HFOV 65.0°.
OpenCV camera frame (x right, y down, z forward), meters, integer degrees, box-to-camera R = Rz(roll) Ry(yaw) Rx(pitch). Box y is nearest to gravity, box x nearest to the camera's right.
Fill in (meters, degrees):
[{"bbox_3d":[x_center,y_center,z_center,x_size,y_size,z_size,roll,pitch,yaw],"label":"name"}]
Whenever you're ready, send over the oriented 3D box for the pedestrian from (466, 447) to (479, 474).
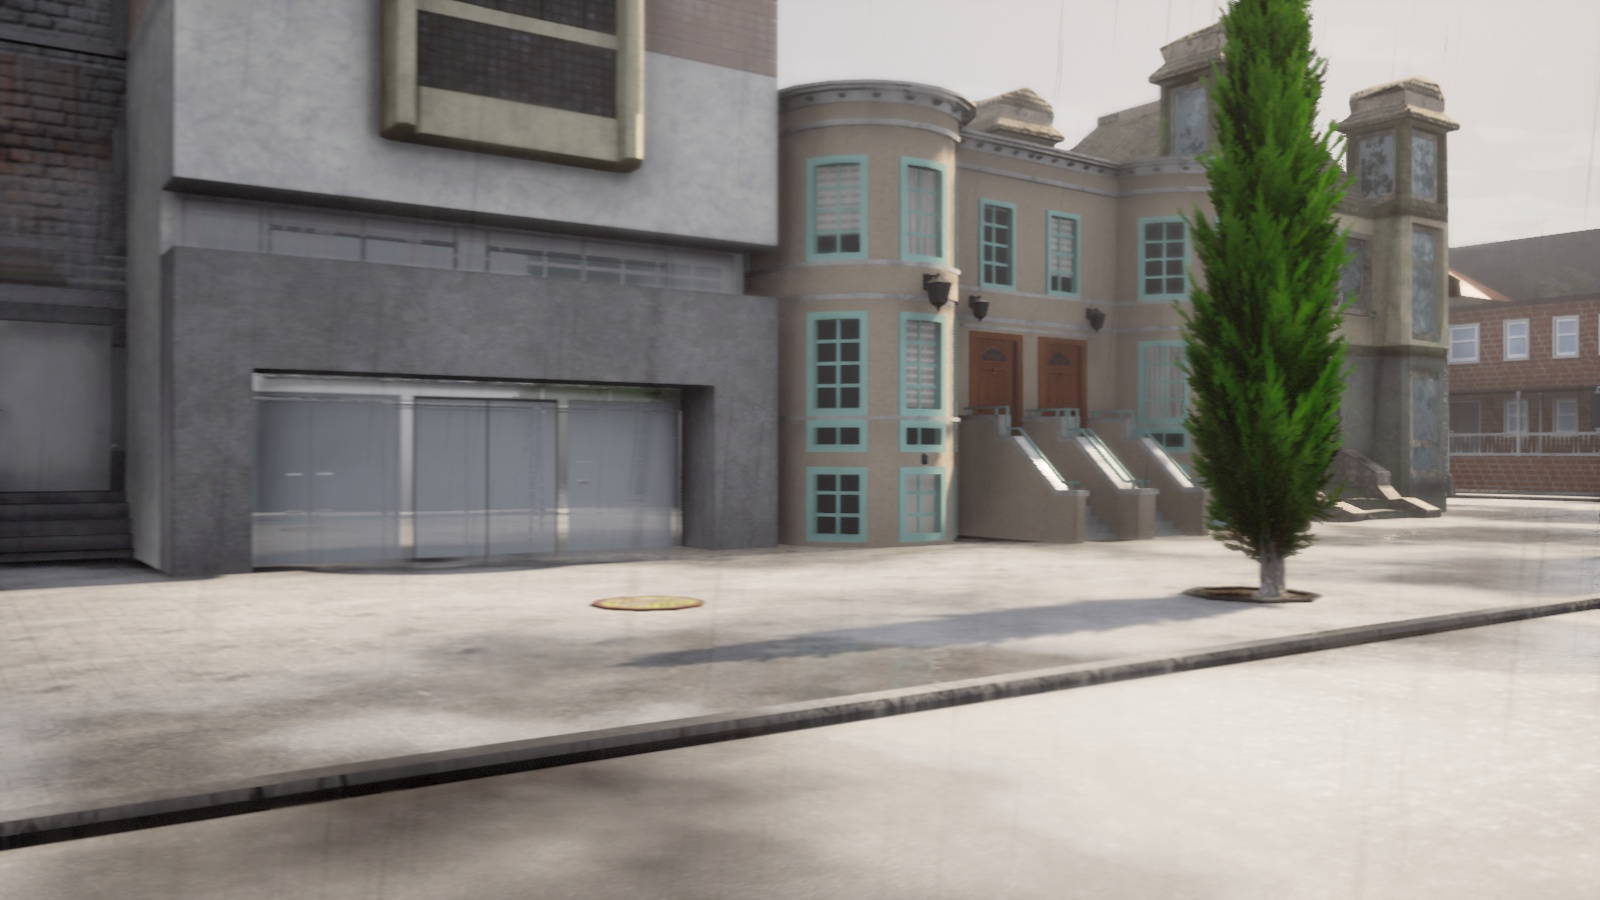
[{"bbox_3d":[-22.584,0.715,86.577,0.634,1.844,0.899,0,0,-36],"label":"pedestrian"}]
